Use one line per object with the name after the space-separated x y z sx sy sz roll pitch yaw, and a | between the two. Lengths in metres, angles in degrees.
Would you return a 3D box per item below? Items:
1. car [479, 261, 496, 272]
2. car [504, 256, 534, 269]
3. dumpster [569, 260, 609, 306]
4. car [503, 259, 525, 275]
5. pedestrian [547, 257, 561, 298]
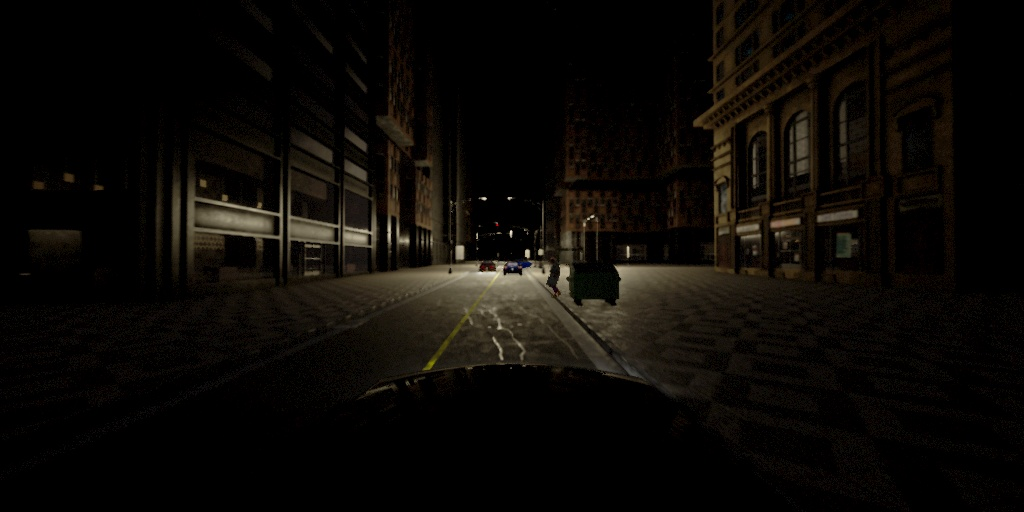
-2.989 1.268 44.822 1.994 1.385 4.181 0 0 0 | car
1.250 1.136 50.471 1.882 1.535 5.008 0 1 31 | car
3.139 1.131 14.815 1.020 1.700 1.940 0 0 0 | dumpster
0.085 1.274 37.523 1.994 1.385 4.181 0 0 1 | car
1.890 0.900 15.969 0.375 1.860 0.375 1 -1 -10 | pedestrian
